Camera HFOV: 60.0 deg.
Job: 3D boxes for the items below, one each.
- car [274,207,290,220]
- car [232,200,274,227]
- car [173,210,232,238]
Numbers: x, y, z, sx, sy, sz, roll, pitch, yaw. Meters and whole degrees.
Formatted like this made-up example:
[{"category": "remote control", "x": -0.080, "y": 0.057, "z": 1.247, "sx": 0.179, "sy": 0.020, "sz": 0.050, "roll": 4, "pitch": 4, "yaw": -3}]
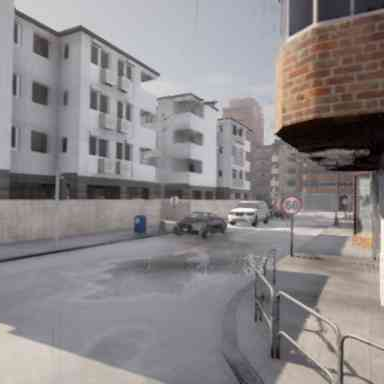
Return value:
[{"category": "car", "x": 9.702, "y": 2.346, "z": 37.309, "sx": 1.895, "sy": 1.301, "sz": 4.718, "roll": 0, "pitch": -1, "yaw": 28}, {"category": "car", "x": 4.945, "y": 1.753, "z": 28.285, "sx": 2.150, "sy": 2.045, "sz": 5.566, "roll": 0, "pitch": -1, "yaw": 28}, {"category": "car", "x": 0.562, "y": 1.898, "z": 19.948, "sx": 1.994, "sy": 1.385, "sz": 4.181, "roll": 0, "pitch": -1, "yaw": 28}]
